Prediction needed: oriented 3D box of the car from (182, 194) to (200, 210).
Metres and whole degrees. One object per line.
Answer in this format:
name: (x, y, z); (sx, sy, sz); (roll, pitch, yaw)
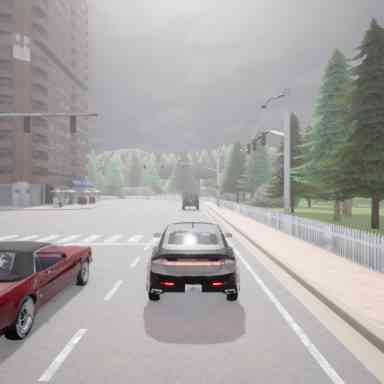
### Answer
car: (-0.180, 1.221, 43.759); (2.150, 2.045, 5.566); (0, 0, -1)

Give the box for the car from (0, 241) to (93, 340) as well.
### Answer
car: (-3.450, 1.601, 6.461); (1.895, 1.301, 4.718); (0, 0, 0)

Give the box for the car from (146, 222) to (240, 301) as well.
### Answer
car: (0.023, 1.492, 8.310); (2.128, 1.511, 4.902); (0, 0, 0)
